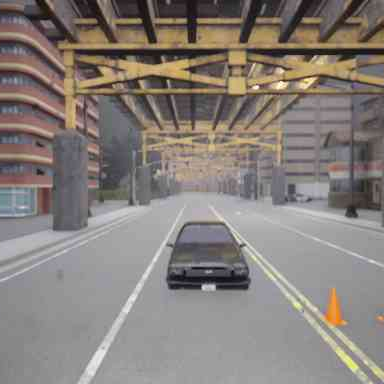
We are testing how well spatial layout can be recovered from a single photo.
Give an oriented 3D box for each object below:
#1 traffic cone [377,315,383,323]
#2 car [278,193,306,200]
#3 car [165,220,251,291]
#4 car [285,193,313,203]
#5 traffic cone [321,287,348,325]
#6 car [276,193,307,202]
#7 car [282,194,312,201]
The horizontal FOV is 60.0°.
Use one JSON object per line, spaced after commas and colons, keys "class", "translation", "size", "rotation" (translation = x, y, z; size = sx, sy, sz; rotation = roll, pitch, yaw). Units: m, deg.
{"class": "traffic cone", "translation": [3.461, 1.953, 5.772], "size": [0.340, 0.580, 0.340], "rotation": [0, 0, 0]}
{"class": "car", "translation": [17.919, 0.846, 59.618], "size": [4.536, 1.218, 1.853], "rotation": [0, 1, 25]}
{"class": "car", "translation": [0.373, 1.540, 9.387], "size": [2.033, 1.411, 5.357], "rotation": [0, 0, 1]}
{"class": "car", "translation": [17.519, 1.047, 55.485], "size": [4.974, 1.542, 2.038], "rotation": [0, 1, -20]}
{"class": "traffic cone", "translation": [2.461, 1.953, 5.778], "size": [0.340, 0.580, 0.340], "rotation": [0, 0, 0]}
{"class": "car", "translation": [17.872, 1.003, 59.641], "size": [4.974, 1.542, 2.038], "rotation": [0, 1, 25]}
{"class": "car", "translation": [17.568, 0.890, 55.501], "size": [4.536, 1.218, 1.853], "rotation": [0, 1, -20]}
